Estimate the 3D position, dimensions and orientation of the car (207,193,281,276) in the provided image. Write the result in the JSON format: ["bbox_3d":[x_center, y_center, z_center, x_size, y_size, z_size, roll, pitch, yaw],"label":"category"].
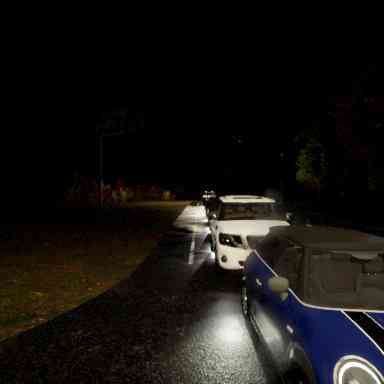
[{"bbox_3d":[1.727,1.160,10.489,2.150,2.045,5.566,0,0,1],"label":"car"}]

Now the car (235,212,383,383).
[{"bbox_3d":[1.940,1.338,4.143,2.097,1.767,4.553,0,0,0],"label":"car"}]

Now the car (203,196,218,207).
[{"bbox_3d":[2.646,1.314,47.994,1.994,1.385,4.181,0,0,2],"label":"car"}]

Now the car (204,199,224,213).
[{"bbox_3d":[2.303,1.415,35.419,1.895,1.301,4.718,0,0,1],"label":"car"}]

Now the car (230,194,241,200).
[{"bbox_3d":[10.325,1.135,78.954,1.994,1.385,4.181,0,0,1],"label":"car"}]

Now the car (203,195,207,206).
[{"bbox_3d":[2.158,1.322,29.330,1.882,1.535,5.008,0,0,1],"label":"car"}]

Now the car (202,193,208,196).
[{"bbox_3d":[2.460,1.275,41.585,2.128,1.511,4.902,0,0,2],"label":"car"}]

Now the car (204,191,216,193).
[{"bbox_3d":[2.833,0.938,54.427,2.150,2.045,5.566,0,0,2],"label":"car"}]

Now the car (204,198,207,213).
[{"bbox_3d":[2.012,1.380,23.076,1.837,1.490,4.892,0,0,1],"label":"car"}]
